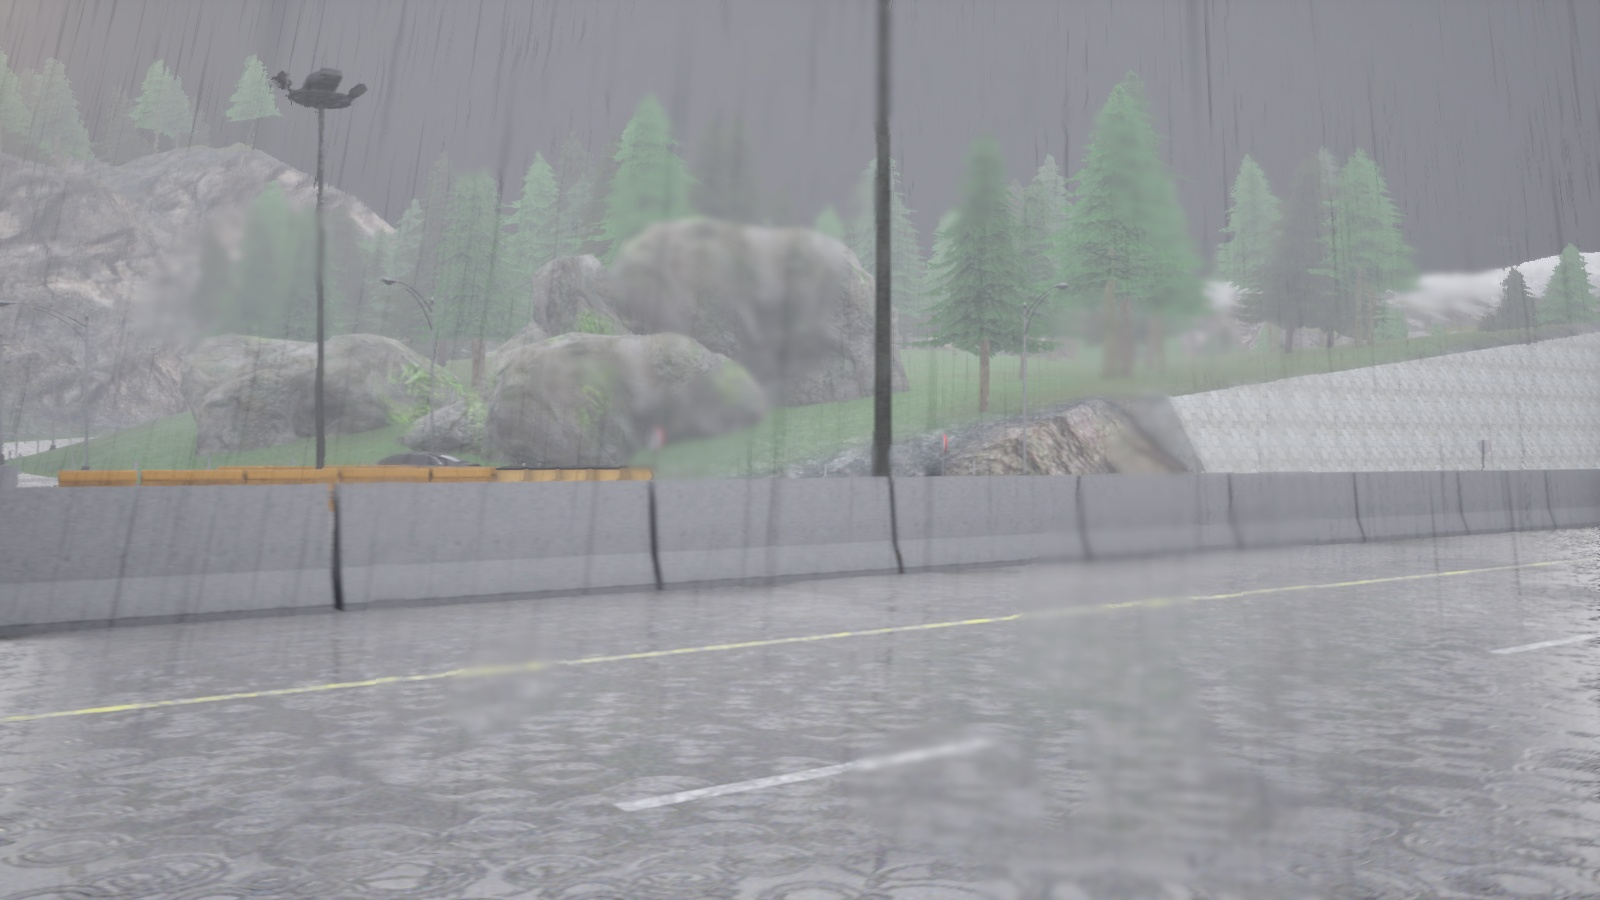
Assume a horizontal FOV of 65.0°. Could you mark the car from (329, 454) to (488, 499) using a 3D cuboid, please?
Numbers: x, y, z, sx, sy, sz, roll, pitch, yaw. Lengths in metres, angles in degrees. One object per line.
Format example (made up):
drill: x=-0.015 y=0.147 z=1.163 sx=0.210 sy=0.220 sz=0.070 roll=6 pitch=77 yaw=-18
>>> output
car: x=-13.379 y=0.883 z=43.004 sx=4.892 sy=1.490 sz=1.837 roll=0 pitch=0 yaw=9
